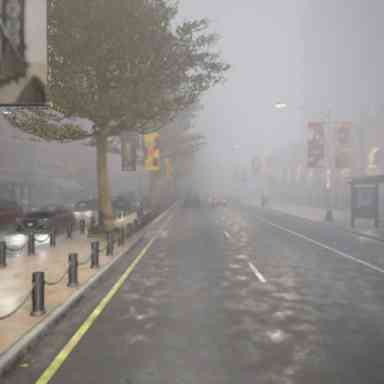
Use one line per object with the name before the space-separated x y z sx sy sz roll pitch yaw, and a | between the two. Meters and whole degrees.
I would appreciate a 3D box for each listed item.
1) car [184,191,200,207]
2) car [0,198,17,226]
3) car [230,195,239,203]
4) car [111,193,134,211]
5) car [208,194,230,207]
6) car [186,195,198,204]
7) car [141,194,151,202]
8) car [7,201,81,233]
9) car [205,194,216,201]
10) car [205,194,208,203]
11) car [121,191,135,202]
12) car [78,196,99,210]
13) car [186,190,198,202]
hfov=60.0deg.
car | 0.010 1.012 43.995 2.097 1.767 4.553 0 0 0
car | -11.625 1.203 19.102 2.097 1.767 4.553 0 0 1
car | 6.763 1.156 56.871 1.895 1.301 4.718 0 0 0
car | -8.084 1.193 36.822 1.882 1.535 5.008 0 0 0
car | 3.510 1.261 43.973 1.895 1.301 4.718 0 0 0
car | 0.013 1.145 54.288 1.994 1.385 4.181 0 0 0
car | -7.989 1.029 58.502 1.882 1.535 5.008 0 0 0
car | -8.094 1.419 18.634 1.994 1.385 4.181 0 0 0
car | 3.515 1.069 64.331 1.994 1.385 4.181 0 0 0
car | 3.513 1.059 54.217 1.882 1.535 5.008 0 0 0
car | -11.486 0.789 58.737 2.150 2.045 5.566 0 0 0
car | -11.582 1.201 37.604 2.128 1.511 4.902 0 0 0
car | 0.015 0.735 64.358 2.150 2.045 5.566 0 0 0
